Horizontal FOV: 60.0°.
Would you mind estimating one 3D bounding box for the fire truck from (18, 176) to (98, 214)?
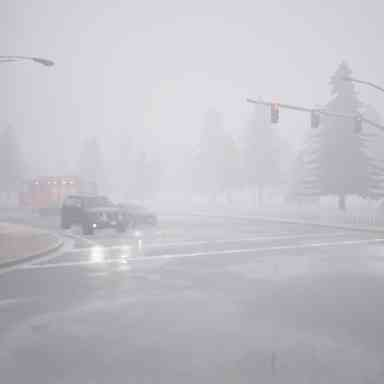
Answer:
[{"bbox_3d":[-13.753,0.369,33.954,8.468,3.827,2.891,0,-1,26],"label":"fire truck"}]

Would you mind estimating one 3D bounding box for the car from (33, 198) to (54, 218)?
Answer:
[{"bbox_3d":[-11.299,1.542,28.671,4.674,1.442,1.812,0,0,33],"label":"car"}]

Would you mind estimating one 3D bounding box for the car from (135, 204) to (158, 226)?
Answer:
[{"bbox_3d":[-4.390,1.505,22.772,5.008,1.535,1.882,0,0,45],"label":"car"}]

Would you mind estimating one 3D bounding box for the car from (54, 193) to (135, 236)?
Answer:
[{"bbox_3d":[-5.725,1.226,19.021,2.150,2.045,5.566,1,0,-40],"label":"car"}]
